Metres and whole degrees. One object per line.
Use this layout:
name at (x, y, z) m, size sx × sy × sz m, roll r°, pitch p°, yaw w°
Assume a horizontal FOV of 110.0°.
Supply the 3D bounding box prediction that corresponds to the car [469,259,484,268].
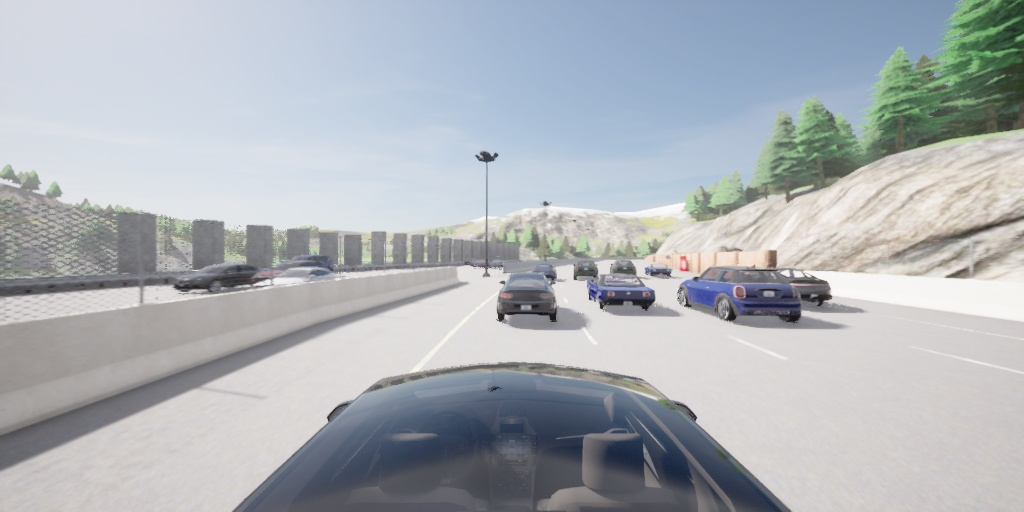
car at (-4.905, 1.270, 58.736) m, size 1.812 × 1.442 × 4.674 m, roll 0°, pitch 0°, yaw 18°

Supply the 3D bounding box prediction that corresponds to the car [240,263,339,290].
car at (-9.855, 1.253, 16.813) m, size 1.812 × 1.442 × 4.674 m, roll 0°, pitch 0°, yaw 5°

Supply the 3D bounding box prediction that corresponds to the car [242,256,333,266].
car at (-12.917, 1.073, 21.226) m, size 2.097 × 1.767 × 4.553 m, roll 0°, pitch 0°, yaw 7°

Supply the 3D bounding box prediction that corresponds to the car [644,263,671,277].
car at (14.400, 1.389, 35.648) m, size 1.895 × 1.301 × 4.718 m, roll 0°, pitch 0°, yaw 12°

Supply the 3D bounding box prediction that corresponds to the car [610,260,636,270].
car at (10.568, 1.131, 34.307) m, size 2.097 × 1.767 × 4.553 m, roll 0°, pitch 0°, yaw 11°

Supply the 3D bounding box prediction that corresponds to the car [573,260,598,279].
car at (6.569, 1.121, 32.045) m, size 2.097 × 1.767 × 4.553 m, roll 0°, pitch 0°, yaw 10°

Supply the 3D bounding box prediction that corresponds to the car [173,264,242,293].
car at (-16.520, 1.216, 20.600) m, size 1.837 × 1.490 × 4.892 m, roll 0°, pitch 0°, yaw 6°

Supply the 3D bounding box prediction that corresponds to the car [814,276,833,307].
car at (11.336, 1.270, 15.637) m, size 2.128 × 1.511 × 4.902 m, roll 0°, pitch 0°, yaw 5°

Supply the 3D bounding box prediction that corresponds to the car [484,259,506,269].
car at (-2.258, 1.276, 55.506) m, size 1.812 × 1.442 × 4.674 m, roll 0°, pitch 0°, yaw 17°

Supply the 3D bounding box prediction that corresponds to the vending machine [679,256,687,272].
vending machine at (22.281, 1.004, 46.769) m, size 1.100 × 2.100 × 0.880 m, roll 0°, pitch 0°, yaw 17°

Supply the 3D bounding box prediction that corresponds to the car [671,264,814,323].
car at (7.588, 1.121, 12.510) m, size 2.097 × 1.767 × 4.553 m, roll 0°, pitch 0°, yaw 4°

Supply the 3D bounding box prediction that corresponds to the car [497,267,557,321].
car at (0.535, 1.278, 12.338) m, size 1.812 × 1.442 × 4.674 m, roll 0°, pitch 0°, yaw 3°

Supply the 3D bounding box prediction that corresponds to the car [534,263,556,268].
car at (2.784, 1.324, 30.837) m, size 1.994 × 1.385 × 4.181 m, roll 0°, pitch 0°, yaw 9°

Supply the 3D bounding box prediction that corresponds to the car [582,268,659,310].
car at (4.216, 1.362, 14.687) m, size 1.895 × 1.301 × 4.718 m, roll 0°, pitch 0°, yaw 5°
